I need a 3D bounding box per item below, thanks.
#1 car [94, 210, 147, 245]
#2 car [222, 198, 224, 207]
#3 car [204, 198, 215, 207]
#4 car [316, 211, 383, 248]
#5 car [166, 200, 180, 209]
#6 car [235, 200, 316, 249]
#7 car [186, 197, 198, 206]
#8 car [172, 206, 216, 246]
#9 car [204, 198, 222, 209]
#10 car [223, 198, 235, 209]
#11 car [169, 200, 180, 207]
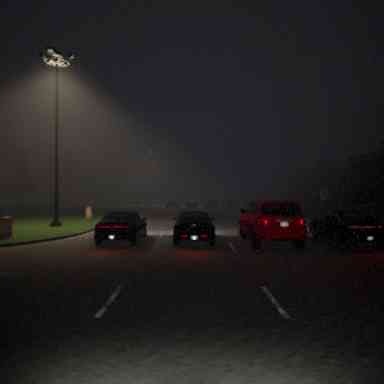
[{"bbox_3d":[-3.401,1.673,16.485,1.837,1.490,4.892,0,-1,0],"label":"car"},{"bbox_3d":[6.992,1.987,67.947,2.097,1.767,4.553,0,-1,0],"label":"car"},{"bbox_3d":[3.492,2.025,67.946,2.097,1.767,4.553,0,-1,0],"label":"car"},{"bbox_3d":[7.098,1.651,15.669,2.128,1.511,4.902,0,-1,0],"label":"car"},{"bbox_3d":[-3.507,2.113,57.970,1.812,1.442,4.674,0,-1,0],"label":"car"},{"bbox_3d":[3.599,1.381,15.625,2.150,2.045,5.566,0,-1,0],"label":"car"},{"bbox_3d":[-0.007,2.075,57.554,2.128,1.511,4.902,0,-1,0],"label":"car"},{"bbox_3d":[0.098,1.671,16.281,1.837,1.490,4.892,0,-1,0],"label":"car"},{"bbox_3d":[3.493,1.939,57.943,2.097,1.767,4.553,0,-1,0],"label":"car"},{"bbox_3d":[6.993,2.088,57.555,1.837,1.490,4.892,0,-1,0],"label":"car"},{"bbox_3d":[-3.508,2.273,68.002,1.895,1.301,4.718,0,-1,0],"label":"car"}]
